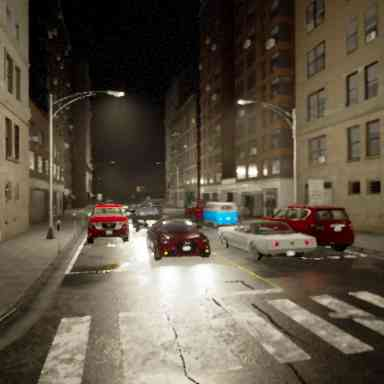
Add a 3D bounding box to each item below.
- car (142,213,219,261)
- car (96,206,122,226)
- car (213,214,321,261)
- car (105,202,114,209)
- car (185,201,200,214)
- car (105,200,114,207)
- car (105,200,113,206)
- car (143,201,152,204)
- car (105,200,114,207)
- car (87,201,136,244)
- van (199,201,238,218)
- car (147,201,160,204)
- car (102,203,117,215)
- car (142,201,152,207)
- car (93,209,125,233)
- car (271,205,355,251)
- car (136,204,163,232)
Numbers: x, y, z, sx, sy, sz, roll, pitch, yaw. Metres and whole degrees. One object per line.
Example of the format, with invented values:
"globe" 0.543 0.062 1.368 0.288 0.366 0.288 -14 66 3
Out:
"car" -0.647 1.749 13.200 1.994 1.385 4.181 0 -1 -14
"car" -7.097 1.999 28.523 2.008 1.369 4.403 0 -1 -14
"car" 2.641 1.759 13.067 1.895 1.301 4.718 0 -1 -16
"car" -16.375 2.624 65.910 1.802 1.307 4.206 0 -1 -14
"car" 0.763 1.731 30.482 2.192 1.841 5.009 0 -1 -14
"car" -19.027 2.652 76.594 1.967 1.590 4.097 0 -1 -14
"car" -21.678 2.822 87.276 1.967 1.590 4.097 0 -1 -14
"car" -5.513 1.988 32.821 2.128 1.511 4.902 0 -1 -14
"car" -20.353 2.737 81.935 1.967 1.590 4.097 0 -1 -14
"car" -4.447 1.594 17.844 2.192 1.841 5.009 0 -1 -14
"van" 2.096 1.672 25.142 1.690 1.788 3.998 0 -1 -14
"car" -4.837 2.114 42.285 2.128 1.511 4.902 0 -1 -14
"car" -11.073 2.247 44.546 1.887 1.381 4.507 0 -1 -14
"car" -9.932 2.622 73.360 1.752 1.417 4.829 0 -1 -14
"car" -5.771 1.930 23.181 1.947 1.339 4.313 0 -1 -14
"car" 4.759 1.476 14.464 2.192 1.841 5.009 0 -1 -14
"car" -3.061 1.831 22.918 2.128 1.511 4.902 0 -1 -14
